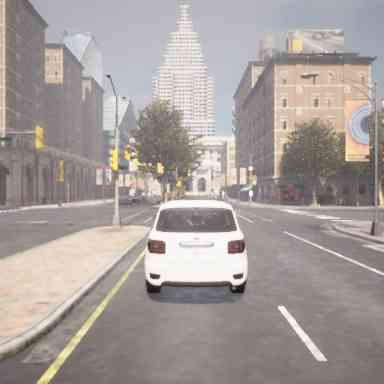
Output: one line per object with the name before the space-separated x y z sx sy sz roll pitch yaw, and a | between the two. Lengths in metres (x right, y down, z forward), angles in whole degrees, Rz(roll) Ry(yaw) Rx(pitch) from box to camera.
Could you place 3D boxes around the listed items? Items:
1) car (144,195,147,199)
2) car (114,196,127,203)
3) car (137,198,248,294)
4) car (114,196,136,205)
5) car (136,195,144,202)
car | -11.724 1.482 78.647 1.837 1.490 4.892 0 0 0
car | -14.948 1.578 69.789 1.895 1.301 4.718 0 0 0
car | 0.078 1.219 8.947 2.150 2.045 5.566 0 0 0
car | -11.721 1.491 58.411 1.837 1.490 4.892 0 0 0
car | -11.694 1.585 68.465 1.895 1.301 4.718 0 0 0
